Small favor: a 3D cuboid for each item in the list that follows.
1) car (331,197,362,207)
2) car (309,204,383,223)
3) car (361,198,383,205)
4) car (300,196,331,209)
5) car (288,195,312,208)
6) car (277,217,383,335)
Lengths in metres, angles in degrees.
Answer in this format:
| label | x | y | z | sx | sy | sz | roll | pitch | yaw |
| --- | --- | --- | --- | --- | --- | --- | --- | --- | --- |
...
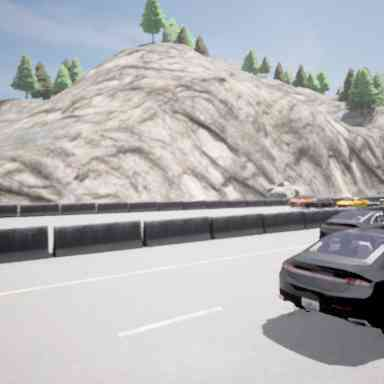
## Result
| label | x | y | z | sx | sy | sz | roll | pitch | yaw |
| --- | --- | --- | --- | --- | --- | --- | --- | --- | --- |
| car | 18.851 | 1.361 | 38.932 | 5.008 | 1.535 | 1.882 | 0 | 0 | -35 |
| car | 6.996 | 1.451 | 13.040 | 4.902 | 1.511 | 2.128 | 0 | 0 | -36 |
| car | 20.724 | 1.485 | 35.972 | 4.718 | 1.301 | 1.895 | 0 | 0 | -35 |
| car | 16.006 | 1.487 | 41.204 | 4.718 | 1.301 | 1.895 | 0 | 0 | -35 |
| car | 15.013 | 1.233 | 44.784 | 4.553 | 1.767 | 2.097 | 0 | 0 | -35 |
| car | 3.762 | 1.471 | 6.433 | 4.902 | 1.511 | 2.128 | 0 | 0 | -36 |
